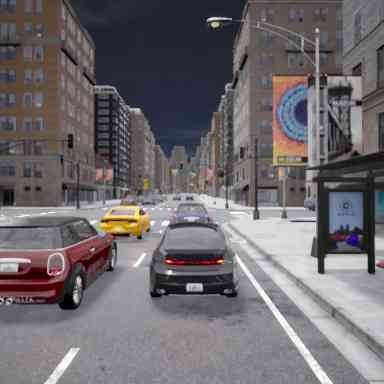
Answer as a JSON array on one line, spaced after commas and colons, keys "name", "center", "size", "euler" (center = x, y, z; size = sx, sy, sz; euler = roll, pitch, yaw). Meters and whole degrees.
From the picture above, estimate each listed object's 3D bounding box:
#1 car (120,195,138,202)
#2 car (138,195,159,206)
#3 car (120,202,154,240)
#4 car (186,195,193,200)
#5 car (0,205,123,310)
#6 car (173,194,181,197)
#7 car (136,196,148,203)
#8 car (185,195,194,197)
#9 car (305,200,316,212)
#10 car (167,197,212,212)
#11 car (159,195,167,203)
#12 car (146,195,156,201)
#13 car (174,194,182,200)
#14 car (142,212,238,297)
[{"name": "car", "center": [-10.206, 1.350, 53.794], "size": [2.097, 1.767, 4.553], "euler": [0, 0, 0]}, {"name": "car", "center": [-6.957, 1.561, 53.826], "size": [1.994, 1.385, 4.181], "euler": [0, 0, 0]}, {"name": "car", "center": [-3.282, 1.478, 17.088], "size": [1.882, 1.535, 5.008], "euler": [0, 0, -1]}, {"name": "car", "center": [-0.637, 1.398, 92.058], "size": [1.895, 1.301, 4.718], "euler": [0, 0, 0]}, {"name": "car", "center": [-3.221, 1.352, 7.960], "size": [2.097, 1.767, 4.553], "euler": [0, 0, -1]}, {"name": "car", "center": [-3.819, 1.571, 82.034], "size": [1.895, 1.301, 4.718], "euler": [0, 0, 0]}, {"name": "car", "center": [-10.228, 1.546, 68.544], "size": [1.994, 1.385, 4.181], "euler": [0, 0, 0]}, {"name": "car", "center": [-0.566, 1.453, 81.609], "size": [1.882, 1.535, 5.008], "euler": [0, 0, 0]}, {"name": "car", "center": [16.196, 1.345, 39.109], "size": [5.566, 2.045, 2.150], "euler": [0, -1, -1]}, {"name": "car", "center": [-0.036, 1.352, 17.467], "size": [2.097, 1.767, 4.553], "euler": [0, 0, 0]}, {"name": "car", "center": [-6.982, 1.347, 68.699], "size": [2.097, 1.767, 4.553], "euler": [0, 0, 0]}, {"name": "car", "center": [-10.329, 1.472, 83.618], "size": [1.837, 1.490, 4.892], "euler": [0, 0, 0]}, {"name": "car", "center": [-3.887, 1.328, 92.006], "size": [2.128, 1.511, 4.902], "euler": [0, 0, 0]}, {"name": "car", "center": [0.023, 1.504, 8.531], "size": [1.837, 1.490, 4.892], "euler": [0, 0, -1]}]
